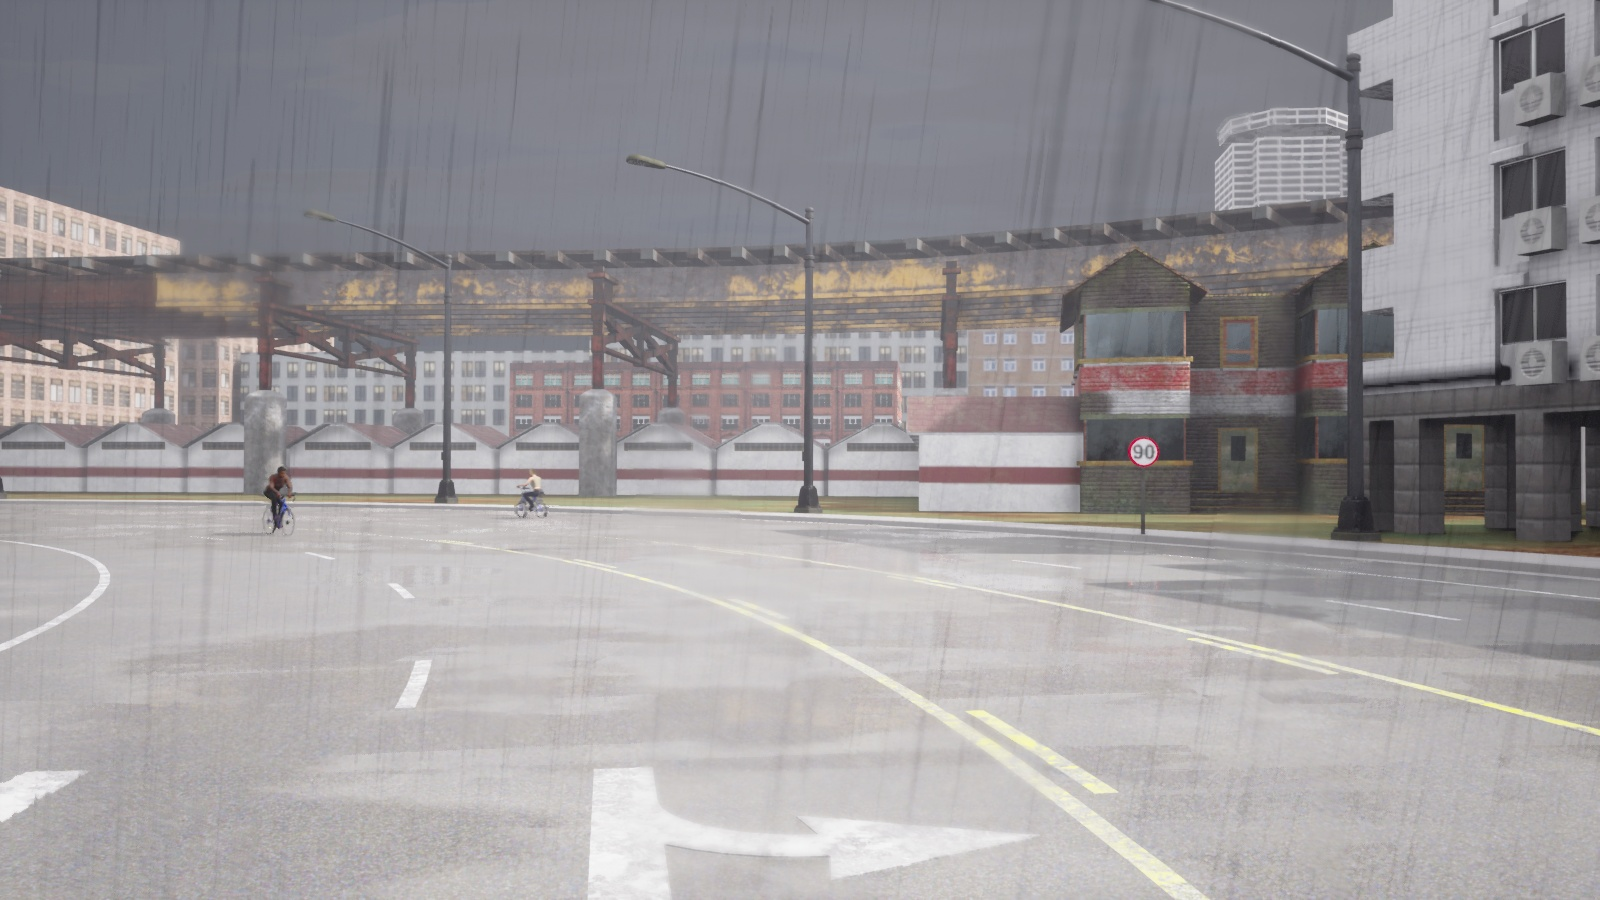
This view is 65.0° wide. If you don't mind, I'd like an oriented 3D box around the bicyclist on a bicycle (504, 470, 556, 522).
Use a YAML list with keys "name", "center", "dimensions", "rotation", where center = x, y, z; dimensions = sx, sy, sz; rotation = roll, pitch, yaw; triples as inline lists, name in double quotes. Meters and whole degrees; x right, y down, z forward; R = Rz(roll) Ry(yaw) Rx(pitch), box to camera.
- name: "bicyclist on a bicycle"
  center: [-8.633, 1.458, 40.124]
  dimensions: [1.509, 1.612, 0.866]
  rotation: [-1, -1, 37]

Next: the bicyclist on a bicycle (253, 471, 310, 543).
- name: "bicyclist on a bicycle"
  center: [-12.088, 1.306, 29.239]
  dimensions: [1.656, 1.620, 0.582]
  rotation: [-1, -1, 43]
